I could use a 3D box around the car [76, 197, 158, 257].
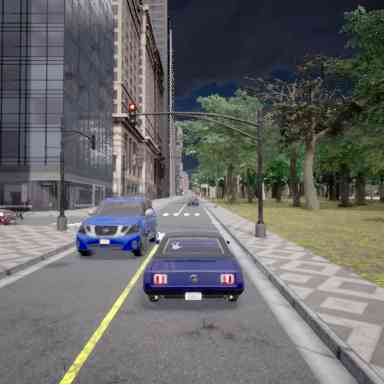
[{"bbox_3d":[-2.695,1.237,13.324,2.150,2.045,5.566,0,0,1],"label":"car"}]

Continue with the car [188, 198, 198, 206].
[{"bbox_3d":[0.253,1.708,60.048,2.033,1.411,5.357,0,0,0],"label":"car"}]

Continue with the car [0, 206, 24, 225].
[{"bbox_3d":[-13.491,1.371,21.284,4.097,1.590,1.967,0,-2,-1],"label":"car"}]

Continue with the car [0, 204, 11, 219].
[{"bbox_3d":[-18.935,1.726,29.808,4.313,1.339,1.947,0,-1,0],"label":"car"}]

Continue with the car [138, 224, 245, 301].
[{"bbox_3d":[0.023,1.607,8.262,1.895,1.301,4.718,0,0,0],"label":"car"}]
